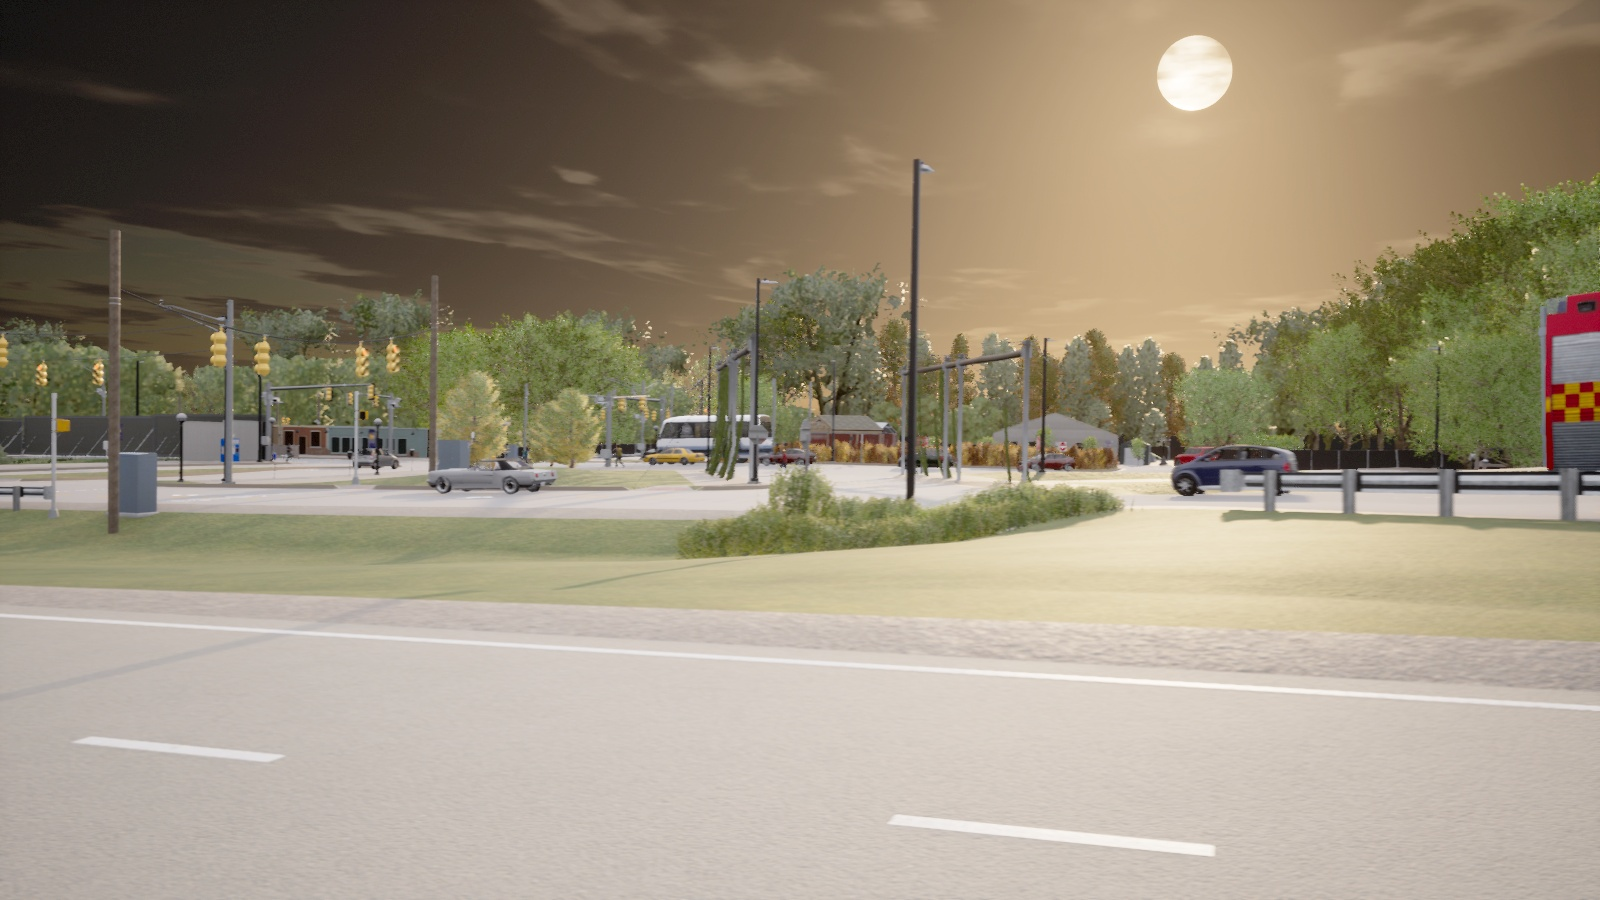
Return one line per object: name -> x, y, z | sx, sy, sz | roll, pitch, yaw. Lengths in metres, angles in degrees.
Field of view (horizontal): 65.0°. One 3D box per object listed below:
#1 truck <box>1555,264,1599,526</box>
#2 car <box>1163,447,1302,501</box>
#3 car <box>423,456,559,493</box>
truck -> 14.441, -0.848, 15.657 | 2.891, 3.827, 8.468 | 0, -1, -24
car -> 13.205, 0.725, 38.383 | 3.705, 1.549, 1.789 | -1, 1, 31
car -> -11.716, 0.897, 47.615 | 4.718, 1.301, 1.895 | 0, 1, 18
